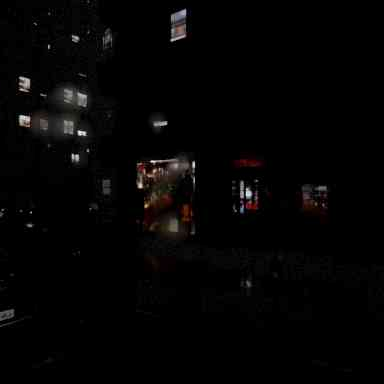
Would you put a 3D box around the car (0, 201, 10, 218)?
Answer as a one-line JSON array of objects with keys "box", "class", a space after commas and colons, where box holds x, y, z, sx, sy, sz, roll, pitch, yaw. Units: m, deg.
[{"box": [-14.013, 1.350, 26.106, 2.008, 1.369, 4.403, 1, 1, 35], "class": "car"}]

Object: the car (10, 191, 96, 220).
[{"box": [-10.763, 0.994, 26.253, 2.150, 2.045, 5.566, 0, 1, 35], "class": "car"}]

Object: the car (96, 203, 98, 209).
[{"box": [-10.917, 1.250, 30.527, 1.752, 1.417, 4.829, 1, 1, 35], "class": "car"}]

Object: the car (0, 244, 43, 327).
[{"box": [-4.480, 1.551, 6.082, 4.403, 1.369, 2.008, 0, 0, 36], "class": "car"}]
